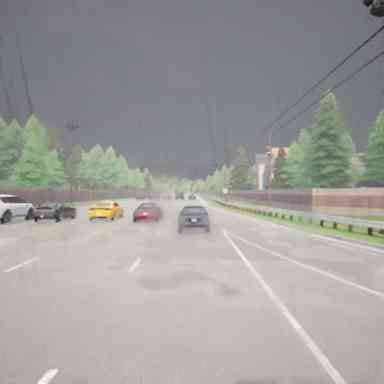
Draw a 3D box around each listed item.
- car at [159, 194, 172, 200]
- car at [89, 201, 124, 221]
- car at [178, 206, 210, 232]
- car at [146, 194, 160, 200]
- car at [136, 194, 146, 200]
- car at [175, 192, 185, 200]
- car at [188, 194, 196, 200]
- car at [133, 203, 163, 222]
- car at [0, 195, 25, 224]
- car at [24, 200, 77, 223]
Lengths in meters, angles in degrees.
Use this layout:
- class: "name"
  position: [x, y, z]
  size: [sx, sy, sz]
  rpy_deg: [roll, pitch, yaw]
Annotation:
- class: "car"
  position: [-6.955, 1.467, 90.726]
  size: [2.128, 1.511, 4.902]
  rpy_deg: [0, 0, 0]
- class: "car"
  position: [-6.886, 1.463, 27.103]
  size: [1.882, 1.535, 5.008]
  rpy_deg: [0, 0, 0]
- class: "car"
  position: [0.110, 1.536, 20.117]
  size: [2.033, 1.411, 5.357]
  rpy_deg: [0, 0, 0]
- class: "car"
  position: [-10.455, 1.298, 91.114]
  size: [2.097, 1.767, 4.553]
  rpy_deg: [0, 0, 0]
- class: "car"
  position: [-13.955, 1.482, 90.730]
  size: [2.033, 1.411, 5.357]
  rpy_deg: [0, 0, 0]
- class: "car"
  position: [-3.455, 1.167, 90.754]
  size: [2.150, 2.045, 5.566]
  rpy_deg: [0, 0, 0]
- class: "car"
  position: [0.045, 1.298, 91.109]
  size: [2.097, 1.767, 4.553]
  rpy_deg: [0, 0, 0]
- class: "car"
  position: [-3.387, 1.549, 26.174]
  size: [1.994, 1.385, 4.181]
  rpy_deg: [0, 0, 0]
- class: "car"
  position: [-13.887, 1.208, 24.721]
  size: [2.150, 2.045, 5.566]
  rpy_deg: [0, 0, 0]
- class: "car"
  position: [-10.387, 1.477, 25.493]
  size: [2.128, 1.511, 4.902]
  rpy_deg: [0, 0, 0]
